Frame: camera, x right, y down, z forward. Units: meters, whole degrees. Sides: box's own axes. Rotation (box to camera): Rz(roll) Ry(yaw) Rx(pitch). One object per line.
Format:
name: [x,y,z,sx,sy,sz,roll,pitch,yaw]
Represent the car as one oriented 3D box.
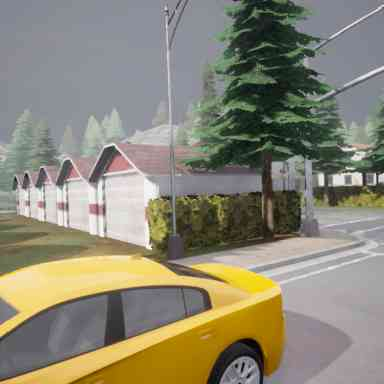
car: [-1.261,1.451,3.087,5.008,1.535,1.882,-2,1,-35]
